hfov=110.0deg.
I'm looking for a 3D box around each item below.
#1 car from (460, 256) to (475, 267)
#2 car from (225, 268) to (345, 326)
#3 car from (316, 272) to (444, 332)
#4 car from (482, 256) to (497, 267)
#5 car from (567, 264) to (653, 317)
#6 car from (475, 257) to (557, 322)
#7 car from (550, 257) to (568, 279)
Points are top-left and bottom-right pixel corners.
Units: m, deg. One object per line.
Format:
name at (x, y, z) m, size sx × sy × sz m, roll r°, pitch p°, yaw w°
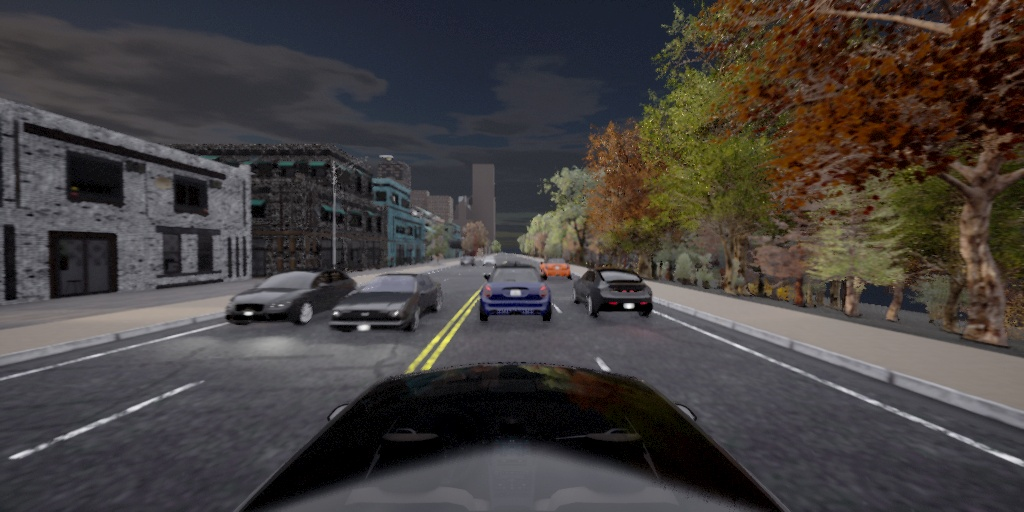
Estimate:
car at (-6.567, 0.762, 53.765) m, size 2.128 × 1.511 × 4.902 m, roll 0°, pitch 1°, yaw 0°
car at (-6.601, 1.165, 11.399) m, size 1.837 × 1.490 × 4.892 m, roll 0°, pitch 1°, yaw 0°
car at (-3.352, 1.214, 10.770) m, size 2.033 × 1.411 × 5.357 m, roll 0°, pitch 1°, yaw 0°
car at (-3.318, 0.802, 53.242) m, size 1.812 × 1.442 × 4.674 m, roll 0°, pitch 1°, yaw 0°
car at (3.349, 1.154, 12.670) m, size 1.837 × 1.490 × 4.892 m, roll 0°, pitch 1°, yaw 0°
car at (0.099, 1.008, 12.038) m, size 2.097 × 1.767 × 4.553 m, roll 0°, pitch 1°, yaw 0°
car at (3.346, 0.856, 28.533) m, size 2.097 × 1.767 × 4.553 m, roll 0°, pitch 1°, yaw 0°
